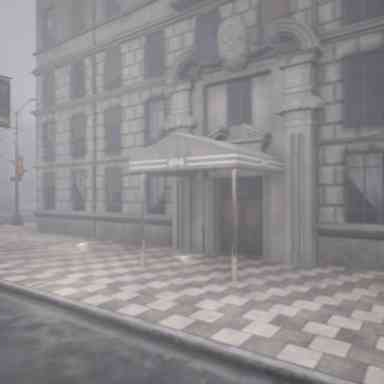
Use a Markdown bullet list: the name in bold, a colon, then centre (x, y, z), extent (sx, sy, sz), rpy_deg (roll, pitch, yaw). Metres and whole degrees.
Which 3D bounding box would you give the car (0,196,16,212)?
- **car**: centre (-24.407, 1.487, 41.142), extent (2.150, 2.045, 5.566), rpy_deg (0, 0, 36)
